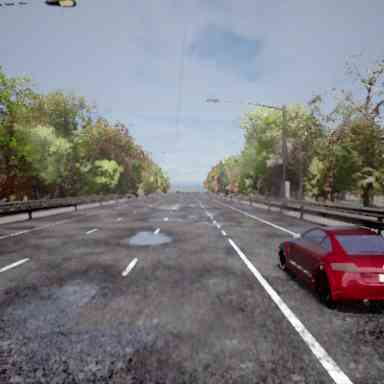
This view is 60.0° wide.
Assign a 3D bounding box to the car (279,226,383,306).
[{"bbox_3d":[3.507,1.500,7.974,1.994,1.385,4.181,0,0,-1],"label":"car"}]
